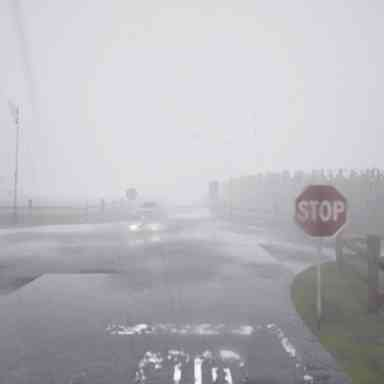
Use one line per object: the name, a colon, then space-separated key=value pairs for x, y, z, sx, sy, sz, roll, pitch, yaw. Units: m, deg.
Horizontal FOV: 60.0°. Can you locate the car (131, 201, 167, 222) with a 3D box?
car: x=-3.013 y=1.383 z=24.557 sx=1.812 sy=1.442 sz=4.674 roll=0 pitch=1 yaw=7
